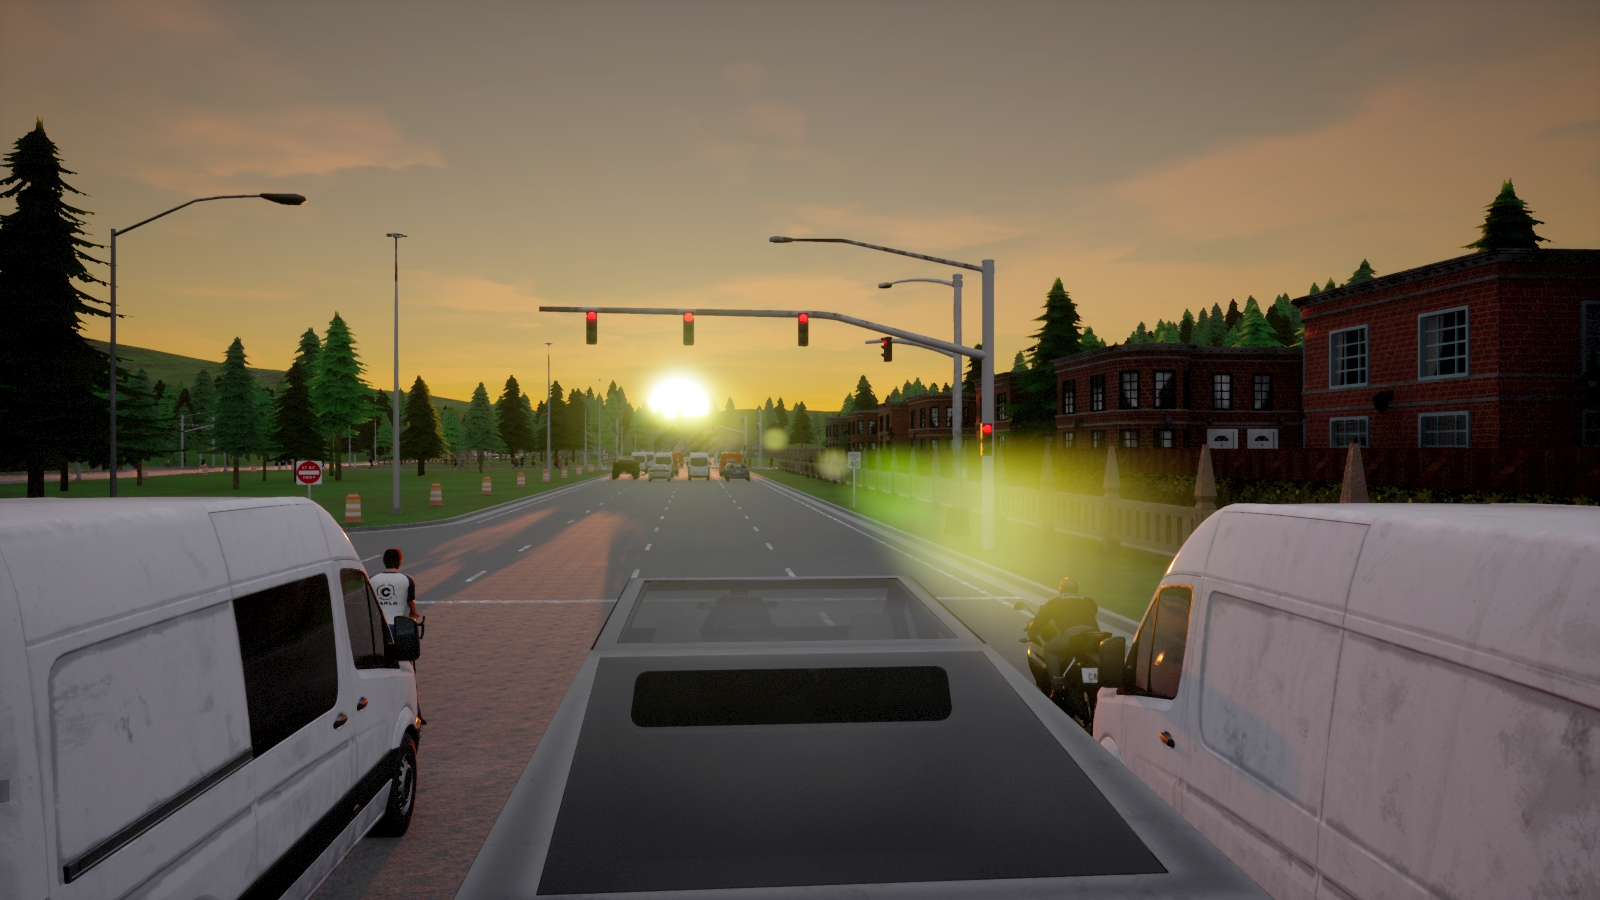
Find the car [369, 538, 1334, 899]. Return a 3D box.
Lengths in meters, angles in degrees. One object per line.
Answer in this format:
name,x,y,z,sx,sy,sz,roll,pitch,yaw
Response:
car,-0.117,1.754,5.929,2.390,2.098,6.274,0,0,-5

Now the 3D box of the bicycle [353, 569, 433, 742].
bicycle,-4.173,2.056,11.794,0.373,1.496,1.643,0,0,-5

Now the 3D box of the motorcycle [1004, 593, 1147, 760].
motorcycle,2.714,2.205,11.543,0.867,1.251,2.209,0,0,-2

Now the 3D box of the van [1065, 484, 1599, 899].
van,3.020,1.534,5.590,1.988,2.561,5.915,0,0,-1

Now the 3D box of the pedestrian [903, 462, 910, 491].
pedestrian,6.903,1.698,73.826,0.375,1.860,0.375,0,0,-5

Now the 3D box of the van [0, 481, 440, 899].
van,-3.677,1.534,6.378,1.988,2.561,5.915,0,0,-5

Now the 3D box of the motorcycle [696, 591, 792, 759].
motorcycle,-0.613,2.205,11.622,0.867,1.251,2.209,0,0,-6
